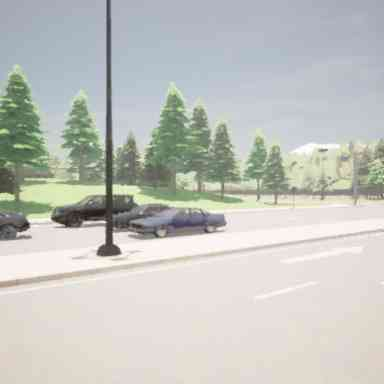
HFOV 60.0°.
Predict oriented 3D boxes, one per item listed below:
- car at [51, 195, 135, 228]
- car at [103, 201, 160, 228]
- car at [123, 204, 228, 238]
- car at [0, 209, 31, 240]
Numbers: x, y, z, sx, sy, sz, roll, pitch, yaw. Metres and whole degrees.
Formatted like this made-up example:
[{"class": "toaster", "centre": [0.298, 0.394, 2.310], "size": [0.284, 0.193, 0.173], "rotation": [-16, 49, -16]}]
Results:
[{"class": "car", "centre": [-6.306, 1.193, 22.113], "size": [5.566, 2.045, 2.150], "rotation": [0, 0, -35]}, {"class": "car", "centre": [-2.621, 1.485, 20.413], "size": [4.892, 1.490, 1.837], "rotation": [0, 0, -35]}, {"class": "car", "centre": [-0.592, 1.511, 17.561], "size": [5.357, 1.411, 2.033], "rotation": [0, 0, -35]}, {"class": "car", "centre": [-10.088, 1.483, 15.216], "size": [4.902, 1.511, 2.128], "rotation": [0, 0, -35]}]
